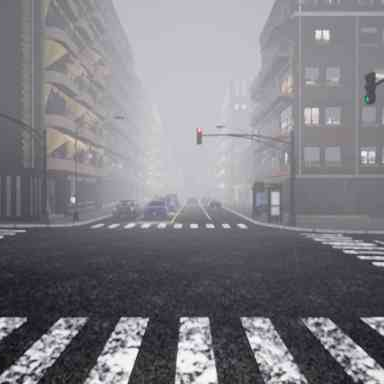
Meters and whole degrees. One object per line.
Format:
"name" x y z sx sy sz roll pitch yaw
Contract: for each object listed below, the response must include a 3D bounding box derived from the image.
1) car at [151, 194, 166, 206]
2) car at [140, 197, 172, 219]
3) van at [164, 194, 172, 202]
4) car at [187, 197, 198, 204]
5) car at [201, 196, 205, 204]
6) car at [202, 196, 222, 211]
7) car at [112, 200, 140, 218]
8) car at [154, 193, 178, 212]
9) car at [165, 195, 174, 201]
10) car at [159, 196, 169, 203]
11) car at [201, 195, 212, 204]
"car" -5.710 1.318 57.553 2.192 1.841 5.009 0 0 0
"car" -3.096 1.478 29.441 1.882 1.535 5.008 0 0 -1
"van" -5.716 1.345 80.108 1.690 1.788 3.998 0 0 0
"car" 0.083 1.567 62.211 1.994 1.385 4.181 0 0 0
"car" 2.675 1.547 46.272 1.887 1.381 4.507 0 0 0
"car" 2.676 1.552 40.634 2.008 1.369 4.403 0 0 0
"car" -5.701 1.441 29.360 1.967 1.590 4.097 0 0 0
"car" -3.099 1.353 39.069 2.097 1.767 4.553 0 0 0
"car" -5.717 1.555 85.747 2.008 1.369 4.403 0 0 0
"car" -5.712 1.529 68.660 1.752 1.417 4.829 0 0 0
"car" 2.670 1.444 63.189 1.967 1.590 4.097 0 0 0
